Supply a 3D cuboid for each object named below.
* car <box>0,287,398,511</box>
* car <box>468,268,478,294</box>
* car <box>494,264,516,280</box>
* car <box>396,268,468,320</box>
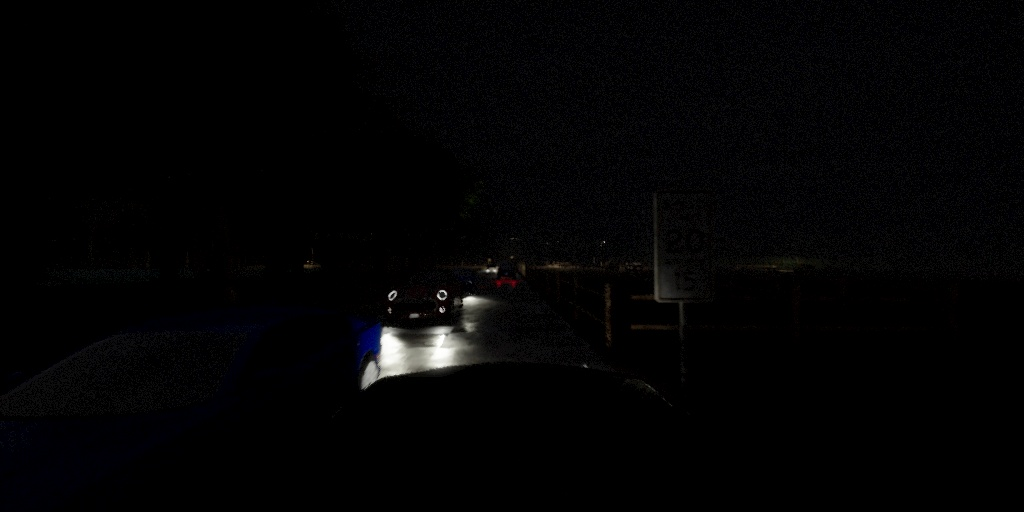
[{"bbox_3d":[-2.826,1.276,3.403,1.882,1.535,5.008,-1,-1,-1],"label":"car"},{"bbox_3d":[-3.238,1.503,23.011,1.882,1.535,5.008,-1,-1,-1],"label":"car"},{"bbox_3d":[-0.594,1.628,37.373,1.882,1.535,5.008,-1,-1,-1],"label":"car"},{"bbox_3d":[-3.034,1.266,13.245,2.097,1.767,4.553,-1,-1,-1],"label":"car"}]
